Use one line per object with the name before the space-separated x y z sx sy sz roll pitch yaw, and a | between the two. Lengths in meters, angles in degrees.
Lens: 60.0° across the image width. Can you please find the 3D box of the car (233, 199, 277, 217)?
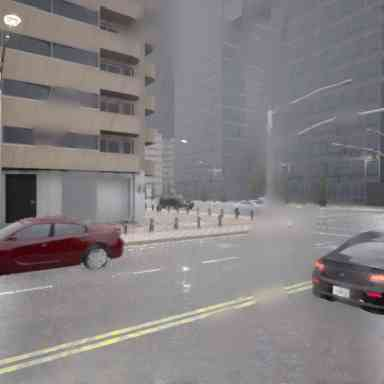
car | 5.739 1.470 31.079 1.812 1.442 4.674 0 0 -35

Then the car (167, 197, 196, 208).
car | -1.538 1.449 47.361 1.837 1.490 4.892 0 0 -35

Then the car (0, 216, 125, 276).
car | -4.412 1.477 9.400 5.008 1.535 1.882 0 0 -35

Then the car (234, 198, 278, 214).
car | 6.779 1.471 35.640 1.812 1.442 4.674 0 0 -36

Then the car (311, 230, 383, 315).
car | 4.409 1.526 6.961 4.674 1.442 1.812 0 0 -35

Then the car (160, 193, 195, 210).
car | -1.956 1.166 41.869 2.150 2.045 5.566 0 0 -35
